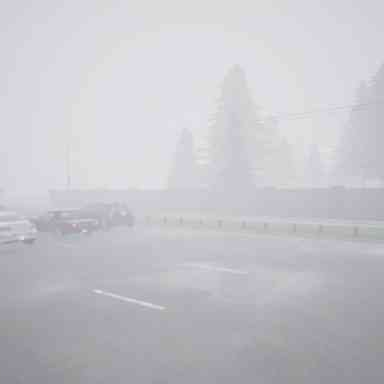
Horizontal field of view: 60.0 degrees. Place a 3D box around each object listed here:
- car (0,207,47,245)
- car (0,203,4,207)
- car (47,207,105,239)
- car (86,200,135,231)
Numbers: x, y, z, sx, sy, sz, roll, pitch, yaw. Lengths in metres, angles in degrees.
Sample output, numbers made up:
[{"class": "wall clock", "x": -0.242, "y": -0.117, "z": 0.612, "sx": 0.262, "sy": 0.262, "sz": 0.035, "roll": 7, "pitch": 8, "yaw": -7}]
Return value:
[{"class": "car", "x": -8.499, "y": 1.548, "z": 14.325, "sx": 4.674, "sy": 1.442, "sz": 1.812, "roll": 0, "pitch": 0, "yaw": 36}, {"class": "car", "x": -18.825, "y": 1.555, "z": 30.303, "sx": 4.892, "sy": 1.490, "sz": 1.837, "roll": 0, "pitch": 0, "yaw": 36}, {"class": "car", "x": -7.061, "y": 1.624, "z": 17.611, "sx": 4.718, "sy": 1.301, "sz": 1.895, "roll": 0, "pitch": 0, "yaw": 36}, {"class": "car", "x": -5.803, "y": 1.378, "z": 21.013, "sx": 4.553, "sy": 1.767, "sz": 2.097, "roll": 0, "pitch": 0, "yaw": 36}]
